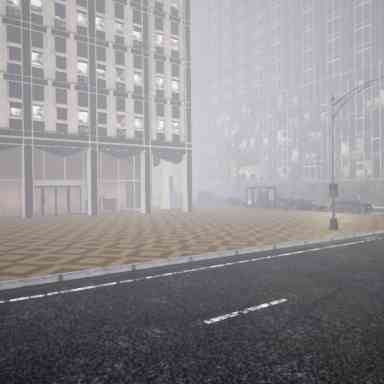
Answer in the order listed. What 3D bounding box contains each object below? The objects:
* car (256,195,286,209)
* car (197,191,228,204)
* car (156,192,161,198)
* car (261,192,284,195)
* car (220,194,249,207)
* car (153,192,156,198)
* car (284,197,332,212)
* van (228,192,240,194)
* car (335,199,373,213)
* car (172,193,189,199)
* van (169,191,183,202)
[{"bbox_3d":[9.545,1.386,41.238,1.802,1.307,4.206,-1,1,-34],"label":"car"},{"bbox_3d":[2.987,0.841,55.668,2.150,2.045,5.566,-1,1,-34],"label":"car"},{"bbox_3d":[-5.849,0.613,78.887,2.192,1.841,5.009,0,1,-34],"label":"car"},{"bbox_3d":[10.961,0.970,43.937,2.150,2.045,5.566,-1,1,-34],"label":"car"},{"bbox_3d":[6.392,1.318,45.966,1.947,1.339,4.313,-1,1,-34],"label":"car"},{"bbox_3d":[-9.051,0.684,83.584,1.967,1.590,4.097,0,1,-34],"label":"car"},{"bbox_3d":[12.733,1.422,36.530,1.947,1.339,4.313,-1,1,-34],"label":"car"},{"bbox_3d":[6.957,0.853,60.103,1.690,1.788,3.998,-1,1,-34],"label":"van"},{"bbox_3d":[16.820,1.406,35.348,1.994,1.385,4.181,-1,1,-34],"label":"car"},{"bbox_3d":[-2.647,0.934,74.194,1.802,1.307,4.206,0,1,-34],"label":"car"},{"bbox_3d":[-3.168,0.936,60.080,1.690,1.788,3.998,0,1,-34],"label":"van"}]
